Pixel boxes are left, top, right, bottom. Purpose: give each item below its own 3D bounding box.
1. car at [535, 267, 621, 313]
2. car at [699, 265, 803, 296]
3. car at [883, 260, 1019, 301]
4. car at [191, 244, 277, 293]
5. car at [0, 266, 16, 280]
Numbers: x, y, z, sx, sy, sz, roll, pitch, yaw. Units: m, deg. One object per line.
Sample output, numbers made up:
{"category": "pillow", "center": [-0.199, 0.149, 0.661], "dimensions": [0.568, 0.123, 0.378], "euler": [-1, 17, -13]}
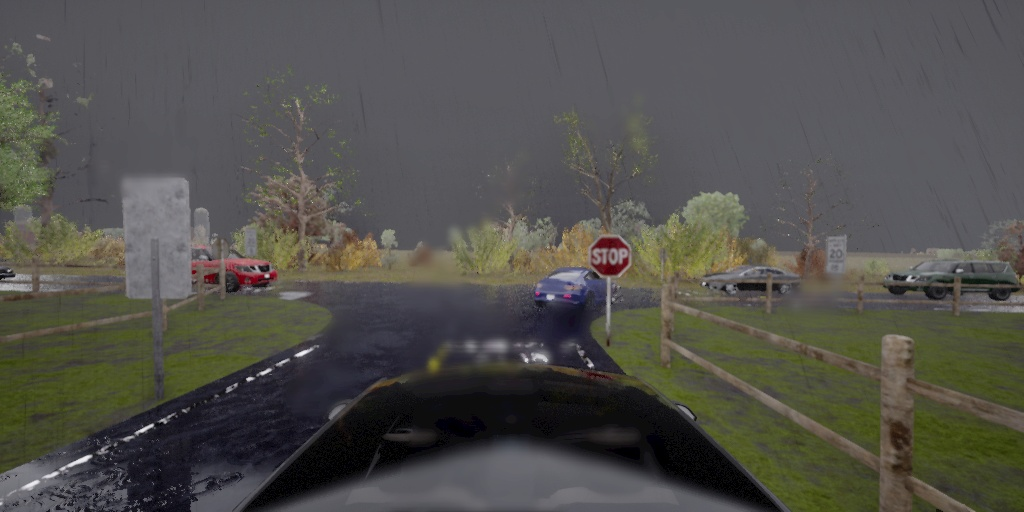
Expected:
{"category": "car", "center": [2.493, 1.135, 13.234], "dimensions": [1.812, 1.442, 4.674], "euler": [1, 0, 33]}
{"category": "car", "center": [12.801, 1.262, 19.335], "dimensions": [4.902, 1.511, 2.128], "euler": [1, 2, 0]}
{"category": "car", "center": [23.527, 1.221, 19.323], "dimensions": [5.566, 2.045, 2.150], "euler": [1, 2, 0]}
{"category": "car", "center": [-13.913, 0.500, 16.353], "dimensions": [5.566, 2.045, 2.150], "euler": [1, 2, 1]}
{"category": "car", "center": [-26.485, 0.552, 16.418], "dimensions": [5.357, 1.411, 2.033], "euler": [1, 2, 0]}
